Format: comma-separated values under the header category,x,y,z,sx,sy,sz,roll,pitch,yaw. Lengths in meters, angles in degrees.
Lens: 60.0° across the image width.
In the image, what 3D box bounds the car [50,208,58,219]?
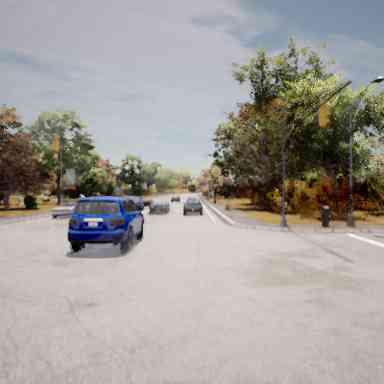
category,x,y,z,sx,sy,sz,roll,pitch,yaw
car,-10.588,1.575,29.153,1.895,1.301,4.718,0,0,0

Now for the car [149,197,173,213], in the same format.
category,x,y,z,sx,sy,sz,roll,pitch,yaw
car,-3.401,1.568,35.765,1.895,1.301,4.718,0,0,0

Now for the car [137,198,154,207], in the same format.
category,x,y,z,sx,sy,sz,roll,pitch,yaw
car,-7.002,1.556,50.155,1.895,1.301,4.718,0,0,0

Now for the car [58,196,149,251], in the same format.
category,x,y,z,sx,sy,sz,roll,pitch,yaw
car,-3.401,1.209,14.126,2.150,2.045,5.566,0,0,0

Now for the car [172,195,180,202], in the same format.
category,x,y,z,sx,sy,sz,roll,pitch,yaw
car,-3.502,1.460,71.578,2.128,1.511,4.902,0,0,0

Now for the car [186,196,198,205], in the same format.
category,x,y,z,sx,sy,sz,roll,pitch,yaw
car,0.000,1.493,59.805,2.033,1.411,5.357,0,0,0

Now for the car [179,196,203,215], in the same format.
category,x,y,z,sx,sy,sz,roll,pitch,yaw
car,0.098,1.461,33.728,2.128,1.511,4.902,0,0,0

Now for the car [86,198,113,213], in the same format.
category,x,y,z,sx,sy,sz,roll,pitch,yaw
car,-10.548,1.492,38.188,1.812,1.442,4.674,0,0,0

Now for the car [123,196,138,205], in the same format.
category,x,y,z,sx,sy,sz,roll,pitch,yaw
car,-10.502,1.474,56.940,1.812,1.442,4.674,0,0,0

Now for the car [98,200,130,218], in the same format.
category,x,y,z,sx,sy,sz,roll,pitch,yaw
car,-7.083,1.498,30.520,1.812,1.442,4.674,0,0,0

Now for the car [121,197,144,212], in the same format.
category,x,y,z,sx,sy,sz,roll,pitch,yaw
car,-7.034,1.442,39.849,1.882,1.535,5.008,0,0,1
